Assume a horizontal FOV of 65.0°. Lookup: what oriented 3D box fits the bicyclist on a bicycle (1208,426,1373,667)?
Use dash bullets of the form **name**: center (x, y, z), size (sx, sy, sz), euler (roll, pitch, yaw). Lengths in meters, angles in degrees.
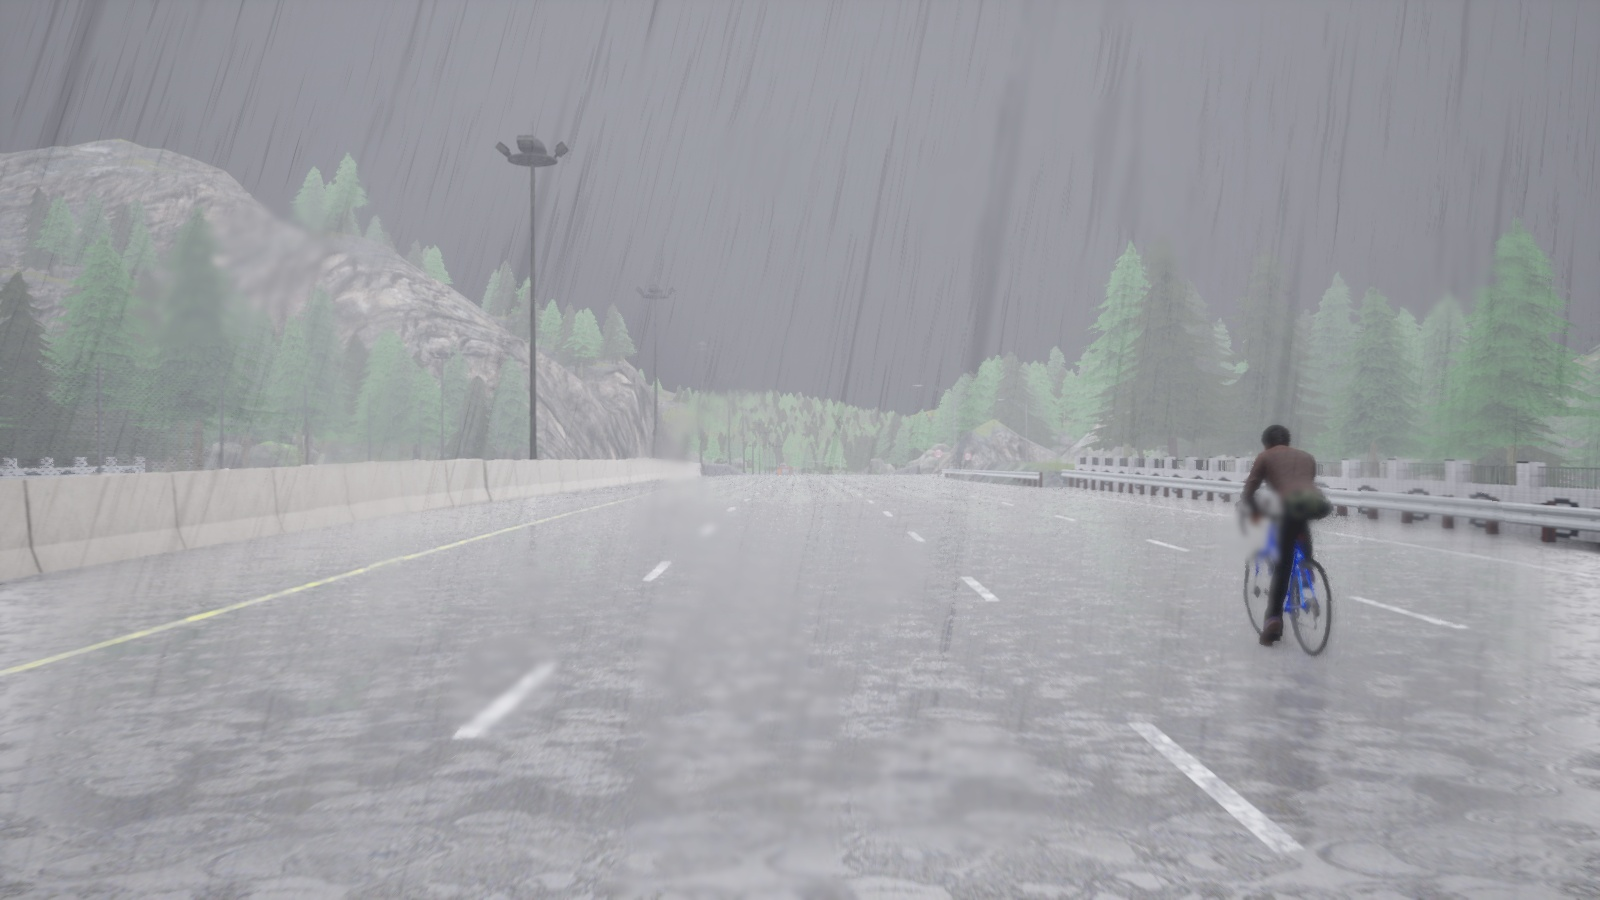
- **bicyclist on a bicycle**: center (3.568, 0.652, 9.280), size (0.582, 1.620, 1.656), euler (0, 0, 0)
